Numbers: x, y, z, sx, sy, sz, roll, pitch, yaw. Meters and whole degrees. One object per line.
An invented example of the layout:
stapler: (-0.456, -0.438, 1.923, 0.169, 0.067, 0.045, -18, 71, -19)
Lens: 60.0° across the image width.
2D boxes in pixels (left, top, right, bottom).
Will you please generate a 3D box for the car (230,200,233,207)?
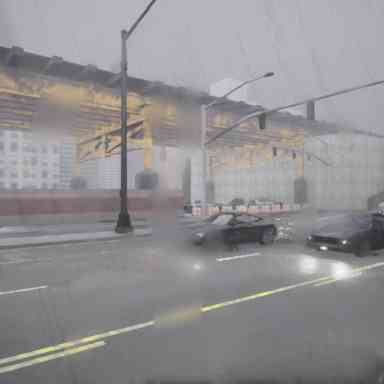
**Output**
car: (1.524, 1.451, 35.216, 4.974, 1.542, 2.038, 0, 0, 8)

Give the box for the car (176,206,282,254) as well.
car: (1.556, 1.525, 13.679, 4.674, 1.442, 1.812, 0, 0, -35)

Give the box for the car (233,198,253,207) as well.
car: (5.273, 1.450, 37.895, 2.038, 1.542, 4.974, 0, 0, 18)

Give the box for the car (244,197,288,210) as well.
car: (9.189, 1.450, 41.649, 4.974, 1.542, 2.038, 0, 0, -7)

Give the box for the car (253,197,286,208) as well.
car: (9.138, 1.292, 41.642, 4.536, 1.218, 1.853, 0, 0, -7)

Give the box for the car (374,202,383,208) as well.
car: (16.331, 1.523, 27.663, 1.812, 1.442, 4.674, 0, 0, 41)

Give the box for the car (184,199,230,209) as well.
car: (1.472, 1.293, 35.223, 4.536, 1.218, 1.853, 0, 0, 8)

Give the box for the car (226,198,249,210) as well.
car: (5.289, 1.293, 37.945, 1.853, 1.218, 4.536, 0, 0, 18)

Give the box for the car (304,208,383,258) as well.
car: (6.767, 1.549, 12.931, 5.357, 1.411, 2.033, 0, 0, -33)
